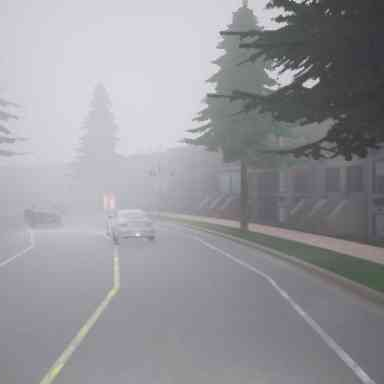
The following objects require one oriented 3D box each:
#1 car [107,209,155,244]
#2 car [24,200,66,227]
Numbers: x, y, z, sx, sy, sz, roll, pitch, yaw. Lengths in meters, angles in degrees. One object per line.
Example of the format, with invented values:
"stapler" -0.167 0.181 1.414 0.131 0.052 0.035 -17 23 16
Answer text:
"car" -3.037 1.547 16.135 1.812 1.442 4.674 0 0 -19
"car" -10.695 1.542 23.729 1.882 1.535 5.008 0 0 -33
